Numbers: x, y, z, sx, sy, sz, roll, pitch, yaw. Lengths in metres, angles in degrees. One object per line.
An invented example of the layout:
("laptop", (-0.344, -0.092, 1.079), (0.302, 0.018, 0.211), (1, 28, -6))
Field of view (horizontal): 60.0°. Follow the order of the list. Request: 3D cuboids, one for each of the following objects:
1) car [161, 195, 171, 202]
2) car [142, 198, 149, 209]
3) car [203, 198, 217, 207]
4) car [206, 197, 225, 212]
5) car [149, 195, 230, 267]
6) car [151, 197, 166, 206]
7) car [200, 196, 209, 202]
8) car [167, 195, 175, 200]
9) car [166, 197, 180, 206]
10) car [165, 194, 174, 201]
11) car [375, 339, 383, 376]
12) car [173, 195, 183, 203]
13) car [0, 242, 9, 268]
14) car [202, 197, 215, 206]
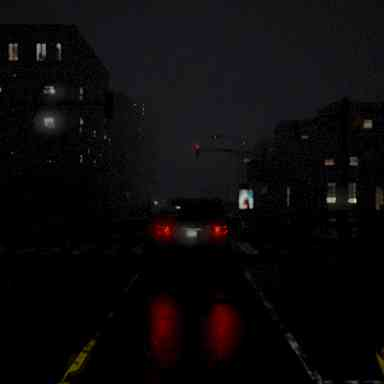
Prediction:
("car", (-5.659, 1.496, 73.414), (1.752, 1.417, 4.829), (0, 0, 0))
("car", (-5.674, 1.518, 45.101), (2.008, 1.369, 4.403), (0, 0, 0))
("car", (2.710, 1.549, 50.806), (1.802, 1.307, 4.206), (0, 0, 0))
("car", (2.703, 1.408, 39.412), (1.967, 1.590, 4.097), (0, 0, 0))
("car", (0.044, 1.209, 11.541), (2.150, 2.045, 5.566), (0, 0, 1))
("car", (-5.668, 1.517, 56.494), (2.008, 1.369, 4.403), (0, 0, 0))
("car", (2.721, 1.522, 73.592), (2.008, 1.369, 4.403), (-1, 0, 0))
("car", (-5.651, 1.507, 90.503), (1.752, 1.417, 4.829), (-1, 0, 0))
("car", (-3.038, 1.567, 53.935), (1.895, 1.301, 4.718), (0, 0, 0))
("car", (-5.655, 1.417, 84.976), (1.967, 1.590, 4.097), (0, 0, 0))
("car", (2.685, 1.524, 1.413), (1.752, 1.417, 4.829), (0, 0, 0))
("car", (-2.966, 1.397, 69.242), (1.882, 1.535, 5.008), (0, 0, 0))
("car", (-5.693, 1.517, 6.779), (1.752, 1.417, 4.829), (0, 0, 0))
("car", (2.713, 1.518, 56.503), (2.008, 1.369, 4.403), (0, 0, 0))
